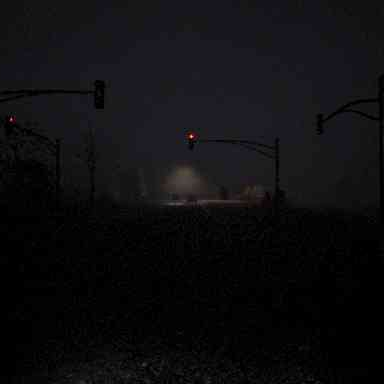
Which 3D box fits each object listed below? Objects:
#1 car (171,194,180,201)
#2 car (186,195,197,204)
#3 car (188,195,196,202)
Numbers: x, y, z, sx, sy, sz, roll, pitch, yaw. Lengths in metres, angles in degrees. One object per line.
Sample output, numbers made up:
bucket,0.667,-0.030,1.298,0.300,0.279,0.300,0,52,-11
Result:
car,-3.563,1.195,72.162,1.837,1.490,4.892,0,0,0
car,-0.059,1.424,67.960,2.097,1.767,4.553,0,0,0
car,-0.068,1.425,77.995,1.837,1.490,4.892,0,0,0
